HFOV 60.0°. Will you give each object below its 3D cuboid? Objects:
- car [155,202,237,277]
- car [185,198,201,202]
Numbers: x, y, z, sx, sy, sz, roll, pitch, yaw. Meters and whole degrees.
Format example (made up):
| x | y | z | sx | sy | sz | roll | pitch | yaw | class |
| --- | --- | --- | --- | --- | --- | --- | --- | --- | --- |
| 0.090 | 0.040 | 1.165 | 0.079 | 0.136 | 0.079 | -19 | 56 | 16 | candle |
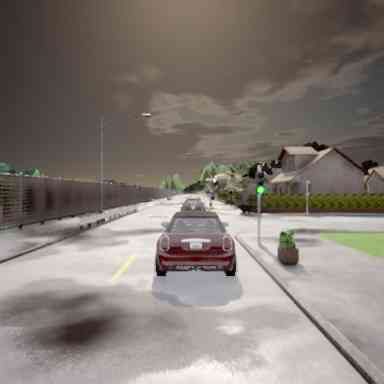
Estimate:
| x | y | z | sx | sy | sz | roll | pitch | yaw | class |
| --- | --- | --- | --- | --- | --- | --- | --- | --- | --- |
| 0.099 | 1.348 | 10.382 | 2.097 | 1.767 | 4.553 | 0 | 0 | 0 | car |
| 0.097 | 1.340 | 29.761 | 2.097 | 1.767 | 4.553 | 0 | 0 | 0 | car |
